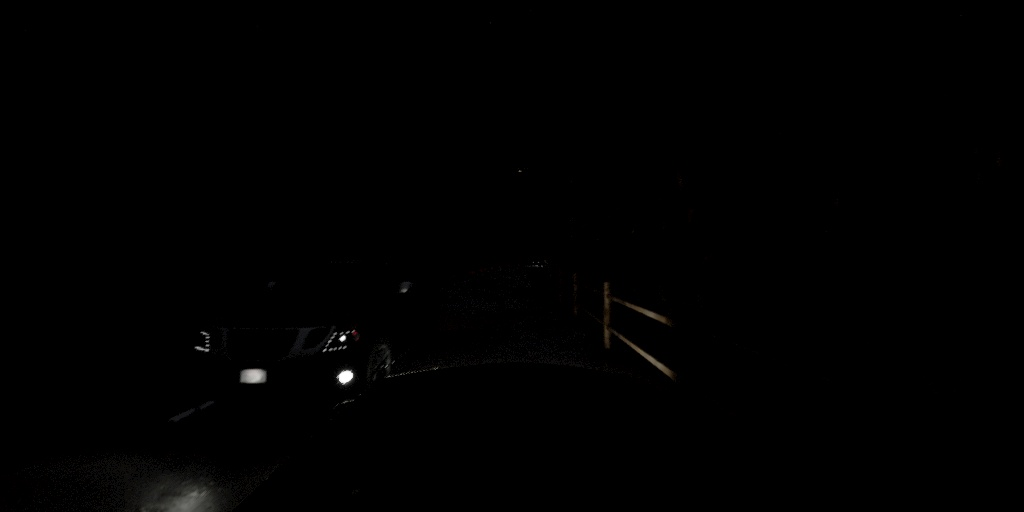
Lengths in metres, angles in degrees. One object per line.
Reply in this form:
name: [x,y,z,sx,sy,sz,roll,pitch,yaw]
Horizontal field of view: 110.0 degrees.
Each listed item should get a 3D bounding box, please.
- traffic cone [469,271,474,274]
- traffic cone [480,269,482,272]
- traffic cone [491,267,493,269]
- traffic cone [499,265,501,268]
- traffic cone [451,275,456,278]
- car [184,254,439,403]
traffic cone: [-4.275,1.557,39.662,0.340,0.580,0.340,0,0,16]
traffic cone: [-3.848,1.722,44.571,0.340,0.580,0.340,0,0,0]
traffic cone: [-3.069,1.704,54.921,0.340,0.580,0.340,0,0,9]
traffic cone: [-2.041,1.693,60.021,0.340,0.580,0.340,0,0,14]
traffic cone: [-4.994,1.566,31.927,0.340,0.580,0.340,0,0,-11]
car: [-2.850,0.976,6.714,2.150,2.045,5.566,0,0,0]
